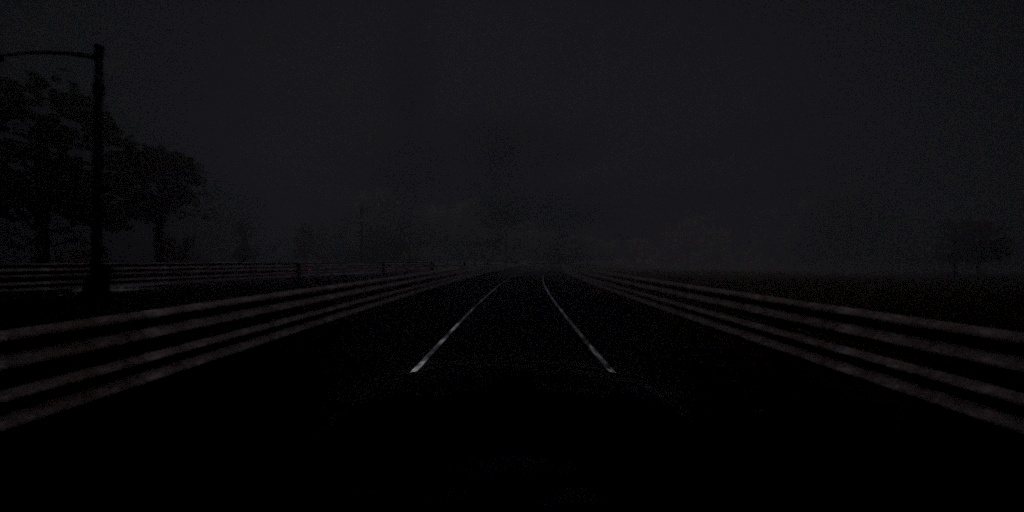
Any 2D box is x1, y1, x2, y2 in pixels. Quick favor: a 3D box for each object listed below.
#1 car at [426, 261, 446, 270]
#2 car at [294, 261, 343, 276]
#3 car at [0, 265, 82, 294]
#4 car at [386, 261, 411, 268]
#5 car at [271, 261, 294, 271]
[{"bbox_3d":[-13.353,1.608,63.333,2.128,1.511,4.902,0,-1,17],"label":"car"},{"bbox_3d":[-20.433,1.401,38.518,1.895,1.301,4.718,0,-1,15],"label":"car"},{"bbox_3d":[-22.573,1.058,15.458,2.033,1.411,5.357,0,-1,13],"label":"car"},{"bbox_3d":[-18.427,1.549,58.523,2.128,1.511,4.902,0,-1,17],"label":"car"},{"bbox_3d":[-23.769,1.309,39.294,2.128,1.511,4.902,0,-1,15],"label":"car"}]
